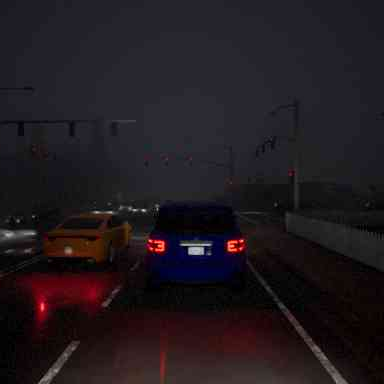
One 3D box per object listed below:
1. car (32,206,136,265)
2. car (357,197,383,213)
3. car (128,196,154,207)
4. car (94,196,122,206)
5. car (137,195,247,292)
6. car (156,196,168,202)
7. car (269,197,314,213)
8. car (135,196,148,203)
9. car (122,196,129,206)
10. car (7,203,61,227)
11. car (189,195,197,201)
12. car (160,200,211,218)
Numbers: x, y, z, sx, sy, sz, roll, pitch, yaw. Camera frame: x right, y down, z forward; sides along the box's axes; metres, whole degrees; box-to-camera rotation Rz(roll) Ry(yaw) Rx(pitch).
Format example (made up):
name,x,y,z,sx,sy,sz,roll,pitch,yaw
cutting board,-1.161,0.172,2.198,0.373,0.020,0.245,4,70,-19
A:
name,x,y,z,sx,sy,sz,roll,pitch,yaw
car,-3.392,1.478,11.674,1.882,1.535,5.008,0,0,0
car,20.528,1.352,36.316,4.553,1.767,2.097,0,0,-1
car,-6.971,1.547,45.919,2.033,1.411,5.357,0,0,0
car,-10.486,1.351,41.025,2.097,1.767,4.553,0,0,0
car,0.087,1.221,9.050,2.150,2.045,5.566,0,0,0
car,-6.791,1.540,75.837,2.033,1.411,5.357,0,0,0
car,10.746,1.352,36.100,4.553,1.767,2.097,0,0,-1
car,-10.312,1.601,68.637,1.895,1.301,4.718,0,0,0
car,-10.440,1.478,53.757,1.882,1.535,5.008,0,0,0
car,-10.538,1.491,22.609,2.128,1.511,4.902,0,0,0
car,0.245,1.540,89.039,2.033,1.411,5.357,0,0,0
car,-0.644,1.526,31.156,4.674,1.442,1.812,0,1,36
